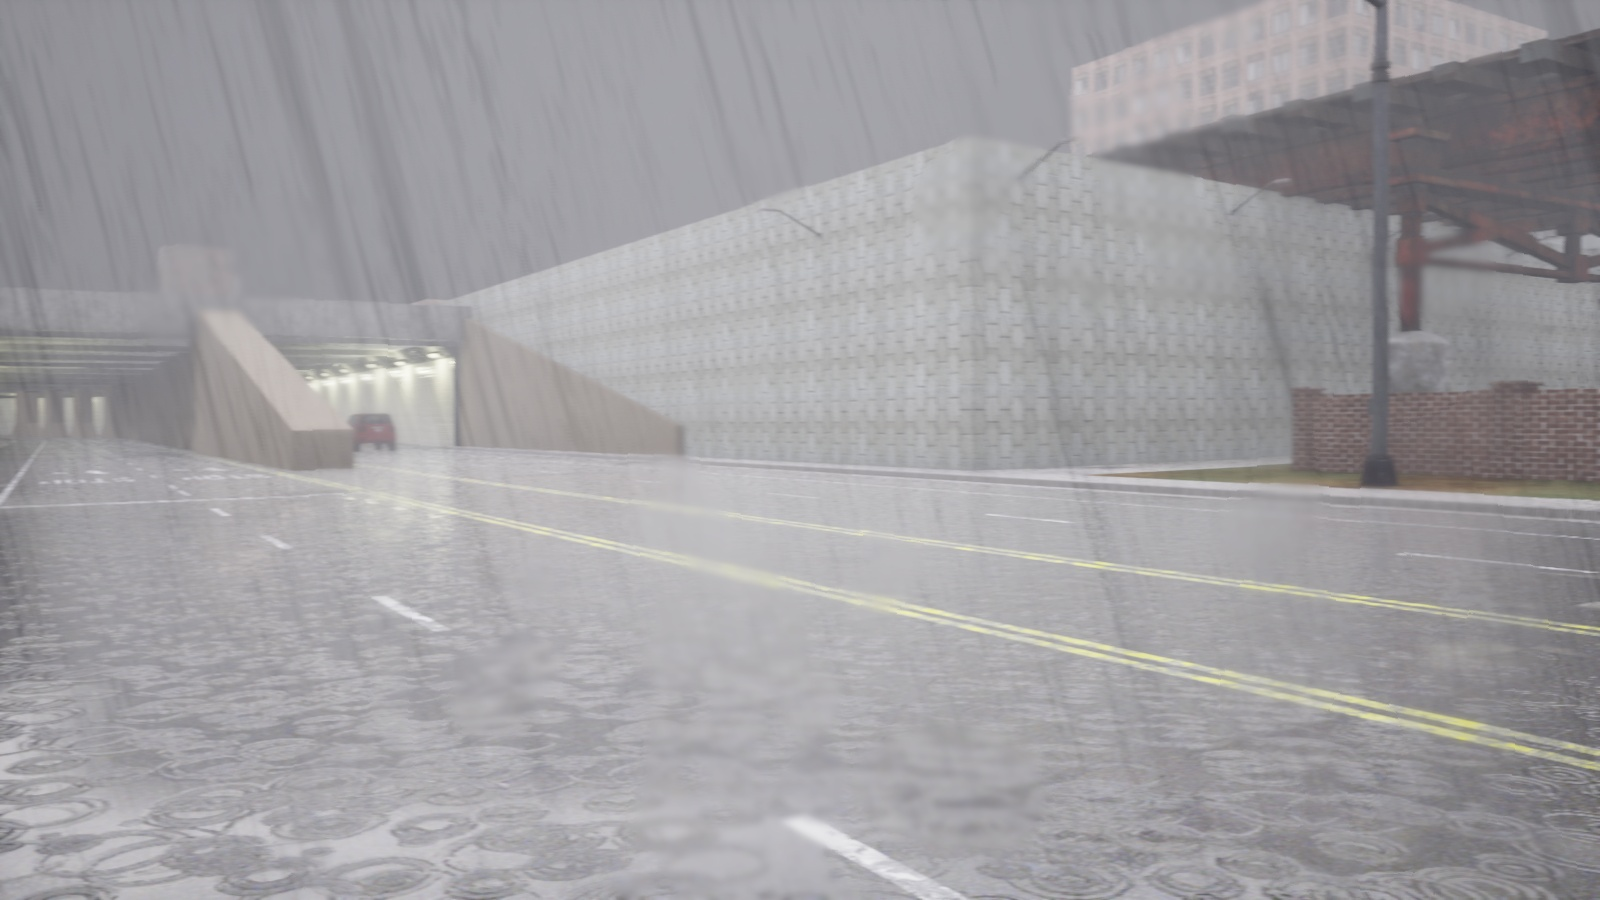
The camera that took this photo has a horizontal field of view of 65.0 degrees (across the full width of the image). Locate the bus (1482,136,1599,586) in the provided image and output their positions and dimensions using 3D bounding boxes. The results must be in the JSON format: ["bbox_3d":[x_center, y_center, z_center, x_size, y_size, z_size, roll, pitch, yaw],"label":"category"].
[{"bbox_3d":[11.364,-0.782,9.490,3.944,4.253,10.273,-1,2,-32],"label":"bus"}]

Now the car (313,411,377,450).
[{"bbox_3d":[-24.831,-1.102,68.432,2.150,2.045,5.566,-1,2,-32],"label":"car"}]
